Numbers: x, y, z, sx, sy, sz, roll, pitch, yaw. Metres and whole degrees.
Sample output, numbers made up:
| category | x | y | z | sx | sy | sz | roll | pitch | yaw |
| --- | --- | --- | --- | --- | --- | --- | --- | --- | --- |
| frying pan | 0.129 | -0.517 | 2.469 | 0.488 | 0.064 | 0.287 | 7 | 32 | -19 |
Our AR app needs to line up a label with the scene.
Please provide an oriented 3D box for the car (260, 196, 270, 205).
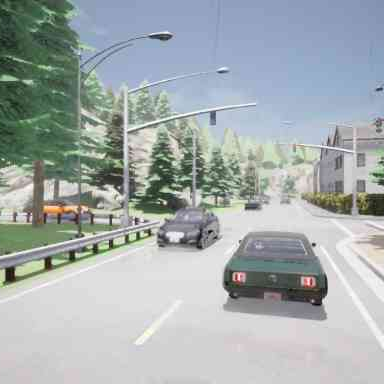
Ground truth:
| category | x | y | z | sx | sy | sz | roll | pitch | yaw |
| --- | --- | --- | --- | --- | --- | --- | --- | --- | --- |
| car | 12.598 | 1.492 | 58.389 | 2.128 | 1.511 | 4.902 | 0 | 0 | 16 |

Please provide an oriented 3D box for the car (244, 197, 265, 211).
| category | x | y | z | sx | sy | sz | roll | pitch | yaw |
| --- | --- | --- | --- | --- | --- | --- | --- | --- | --- |
| car | 7.652 | 1.601 | 41.243 | 1.895 | 1.301 | 4.718 | 0 | 0 | 16 |

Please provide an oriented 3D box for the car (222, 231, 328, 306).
| category | x | y | z | sx | sy | sz | roll | pitch | yaw |
| --- | --- | --- | --- | --- | --- | --- | --- | --- | --- |
| car | 2.059 | 1.601 | 8.143 | 1.895 | 1.301 | 4.718 | 0 | 0 | 16 |

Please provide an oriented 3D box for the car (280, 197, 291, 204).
| category | x | y | z | sx | sy | sz | roll | pitch | yaw |
| --- | --- | --- | --- | --- | --- | --- | --- | --- | --- |
| car | 17.363 | 1.547 | 61.779 | 2.033 | 1.411 | 5.357 | 0 | 0 | 16 |

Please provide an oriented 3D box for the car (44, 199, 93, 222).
| category | x | y | z | sx | sy | sz | roll | pitch | yaw |
| --- | --- | --- | --- | --- | --- | --- | --- | --- | --- |
| car | -10.266 | 1.367 | 26.566 | 4.553 | 1.767 | 2.097 | 0 | 0 | 16 |

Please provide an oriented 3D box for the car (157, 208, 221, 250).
| category | x | y | z | sx | sy | sz | roll | pitch | yaw |
| --- | --- | --- | --- | --- | --- | --- | --- | --- | --- |
| car | 0.017 | 1.491 | 14.510 | 2.128 | 1.511 | 4.902 | 0 | 0 | 16 |
